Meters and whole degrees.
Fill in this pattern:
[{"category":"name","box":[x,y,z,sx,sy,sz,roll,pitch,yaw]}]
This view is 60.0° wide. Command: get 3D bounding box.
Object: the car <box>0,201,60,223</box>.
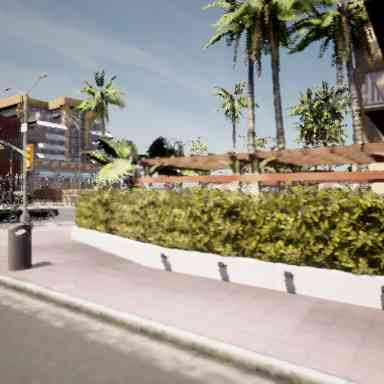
[{"category":"car","box":[-12.411,1.530,24.834,1.895,1.301,4.718,0,0,37]}]
